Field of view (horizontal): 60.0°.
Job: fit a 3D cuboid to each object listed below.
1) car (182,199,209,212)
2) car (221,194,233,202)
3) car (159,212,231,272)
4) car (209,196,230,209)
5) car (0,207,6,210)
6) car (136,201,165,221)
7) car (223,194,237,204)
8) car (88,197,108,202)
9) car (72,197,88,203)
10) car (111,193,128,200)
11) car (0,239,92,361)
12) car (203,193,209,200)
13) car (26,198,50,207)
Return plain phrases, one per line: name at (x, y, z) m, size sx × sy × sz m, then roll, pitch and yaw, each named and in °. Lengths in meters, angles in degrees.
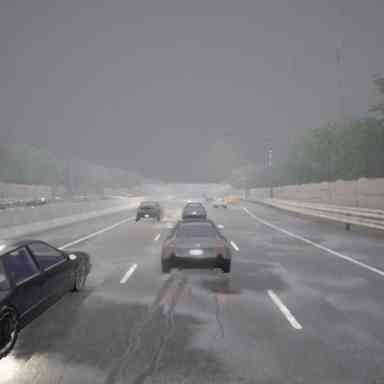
car at (0.191, 1.563, 27.369) m, size 1.994 × 1.385 × 4.181 m, roll 0°, pitch 0°, yaw 0°
car at (7.572, 1.255, 72.750) m, size 2.097 × 1.767 × 4.553 m, roll 0°, pitch 0°, yaw 1°
car at (0.120, 1.563, 10.794) m, size 1.994 × 1.385 × 4.181 m, roll 0°, pitch 0°, yaw 0°
car at (3.738, 1.590, 46.434) m, size 1.895 × 1.301 × 4.718 m, roll 0°, pitch 0°, yaw 1°
car at (-14.038, 1.490, 21.595) m, size 2.128 × 1.511 × 4.902 m, roll 0°, pitch 0°, yaw 0°
car at (-3.312, 1.504, 26.919) m, size 1.837 × 1.490 × 4.892 m, roll 0°, pitch 0°, yaw 0°
car at (7.302, 1.506, 62.573) m, size 1.882 × 1.535 × 5.008 m, roll 0°, pitch 0°, yaw 3°
car at (-17.090, 1.570, 62.147) m, size 2.033 × 1.411 × 5.357 m, roll 0°, pitch 0°, yaw 1°
car at (-20.587, 1.569, 62.187) m, size 2.033 × 1.411 × 5.357 m, roll 0°, pitch 0°, yaw 1°
car at (-13.590, 1.247, 62.480) m, size 2.150 × 2.045 × 5.566 m, roll 0°, pitch 0°, yaw 1°
car at (-3.391, 1.547, 5.818) m, size 2.033 × 1.411 × 5.357 m, roll 0°, pitch 0°, yaw 0°
car at (4.160, 1.591, 78.342) m, size 1.812 × 1.442 × 4.674 m, roll 0°, pitch 0°, yaw 1°
car at (-23.585, 1.608, 50.843) m, size 1.895 × 1.301 × 4.718 m, roll 0°, pitch 0°, yaw -2°
